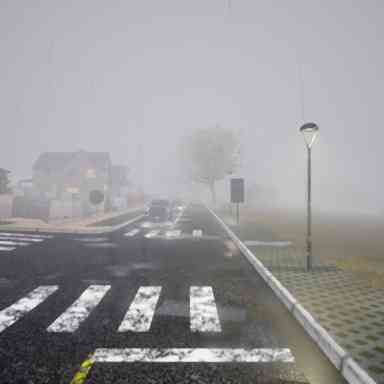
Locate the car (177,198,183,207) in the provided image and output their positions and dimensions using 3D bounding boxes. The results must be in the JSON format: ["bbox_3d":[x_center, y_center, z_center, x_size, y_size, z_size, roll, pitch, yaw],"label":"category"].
[{"bbox_3d":[-2.384,1.574,51.006,1.994,1.385,4.181,0,0,0],"label":"car"}]

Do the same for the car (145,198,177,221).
[{"bbox_3d":[-2.579,1.351,27.295,2.097,1.767,4.553,0,0,0],"label":"car"}]
